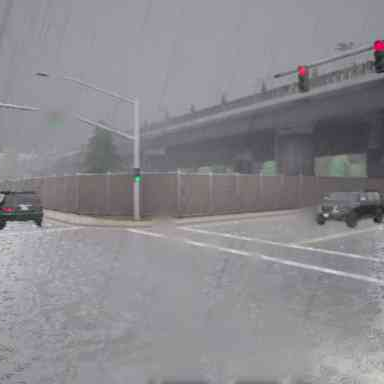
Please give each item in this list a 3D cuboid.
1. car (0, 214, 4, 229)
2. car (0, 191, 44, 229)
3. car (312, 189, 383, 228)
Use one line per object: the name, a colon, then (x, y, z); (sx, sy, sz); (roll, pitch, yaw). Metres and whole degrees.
car: (-8.063, 1.439, 11.195); (2.033, 1.411, 5.357); (-1, 1, -39)
car: (-10.641, 0.964, 19.990); (2.150, 2.045, 5.566); (-1, 1, -39)
car: (9.444, 0.876, 19.847); (5.566, 2.045, 2.150); (-1, 1, -39)
